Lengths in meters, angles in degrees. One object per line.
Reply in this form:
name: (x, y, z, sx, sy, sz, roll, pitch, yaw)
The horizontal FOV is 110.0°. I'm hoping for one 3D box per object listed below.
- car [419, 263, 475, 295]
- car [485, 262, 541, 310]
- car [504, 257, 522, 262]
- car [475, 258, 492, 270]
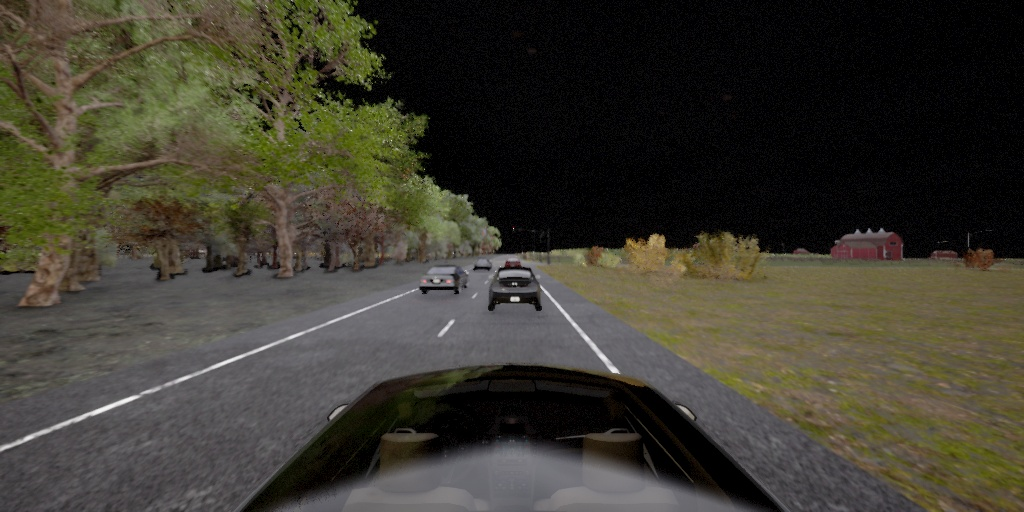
car: (-3.401, 1.145, 18.693, 2.033, 1.411, 5.357, 0, 0, 0)
car: (0.098, 1.144, 14.097, 1.837, 1.490, 4.892, 0, 0, 0)
car: (0.101, 0.867, 41.083, 1.882, 1.535, 5.008, 0, 0, 0)
car: (-3.400, 0.940, 42.468, 1.994, 1.385, 4.181, 0, 1, 0)
